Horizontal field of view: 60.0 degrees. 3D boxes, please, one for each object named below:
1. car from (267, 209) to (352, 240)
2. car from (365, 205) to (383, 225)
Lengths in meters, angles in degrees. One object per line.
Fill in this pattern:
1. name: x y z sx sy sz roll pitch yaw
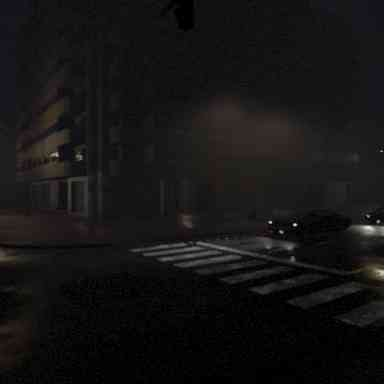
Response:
1. car: 5.992 1.549 16.838 4.718 1.301 1.895 0 0 -35
2. car: 13.892 1.461 22.552 5.357 1.411 2.033 0 0 -36
